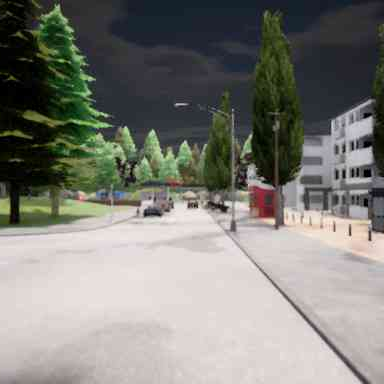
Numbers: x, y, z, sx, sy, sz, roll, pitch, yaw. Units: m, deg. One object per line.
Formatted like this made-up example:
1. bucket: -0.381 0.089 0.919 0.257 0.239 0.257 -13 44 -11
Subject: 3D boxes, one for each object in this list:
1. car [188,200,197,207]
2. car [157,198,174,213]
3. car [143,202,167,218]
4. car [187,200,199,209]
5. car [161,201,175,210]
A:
1. car: 0.082 2.362 69.041 1.812 1.442 4.674 0 0 0
2. car: -4.068 1.881 45.694 2.097 1.767 4.553 0 -1 0
3. car: -4.085 2.015 35.798 1.895 1.301 4.718 0 -1 0
4. car: 0.147 2.156 58.739 1.882 1.535 5.008 0 -1 0
5. car: -4.019 2.207 55.647 1.994 1.385 4.181 0 -1 1
